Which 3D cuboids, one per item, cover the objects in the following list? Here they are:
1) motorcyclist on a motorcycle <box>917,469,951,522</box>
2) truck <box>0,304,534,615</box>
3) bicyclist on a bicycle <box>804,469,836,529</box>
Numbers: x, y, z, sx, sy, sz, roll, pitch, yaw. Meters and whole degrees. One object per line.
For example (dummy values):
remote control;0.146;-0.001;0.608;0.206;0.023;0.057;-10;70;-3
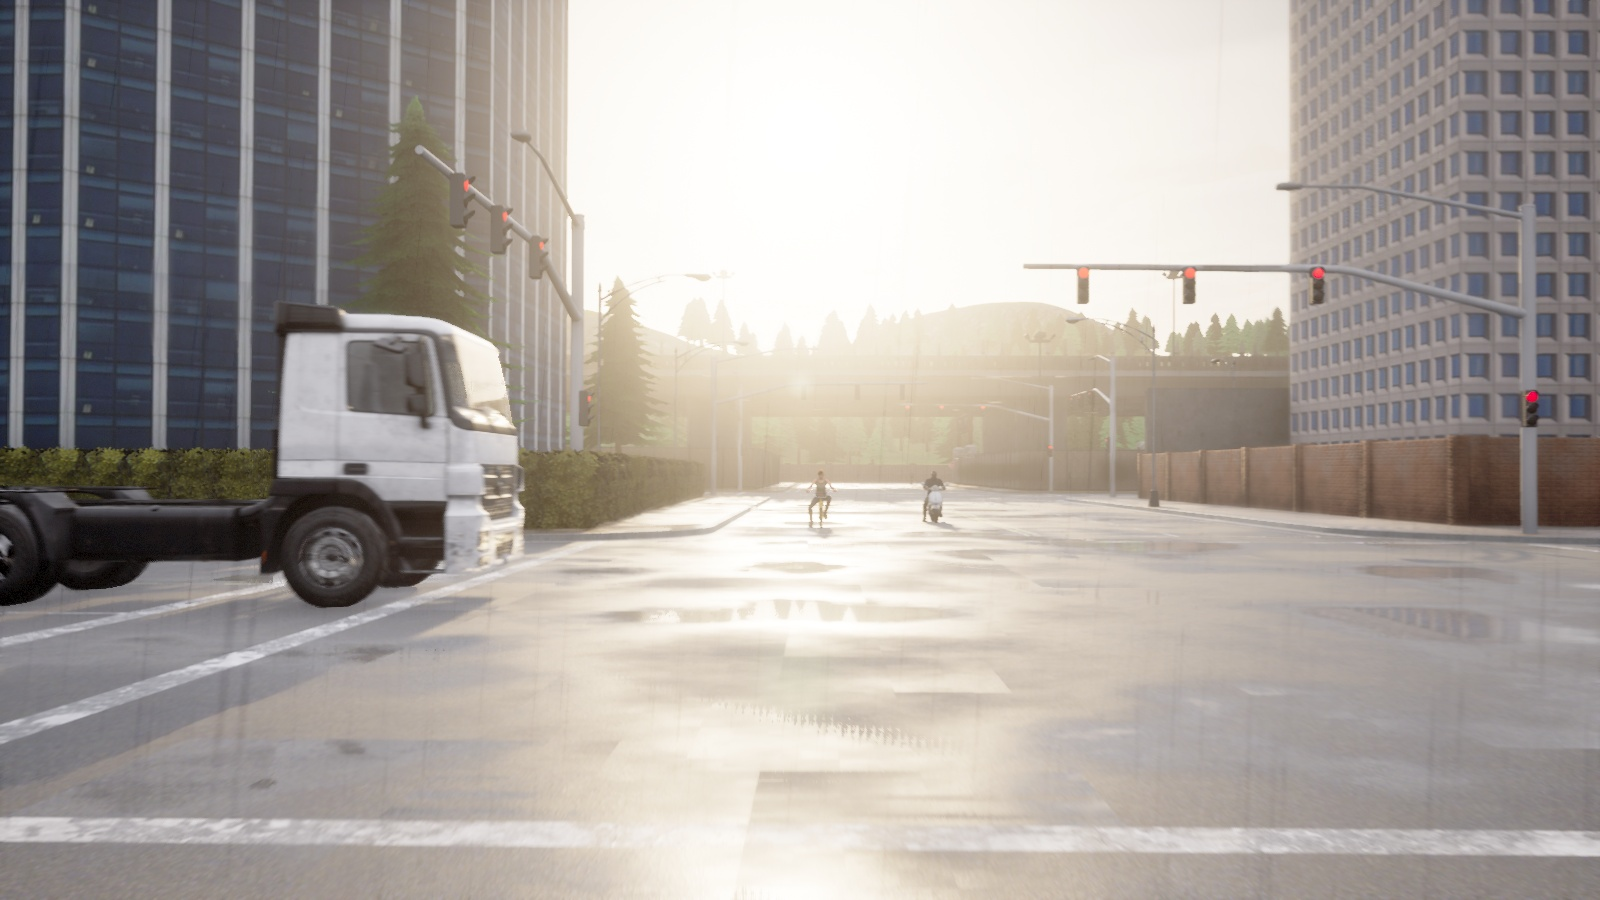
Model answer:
motorcyclist on a motorcycle;4.124;1.401;38.857;0.866;1.590;1.817;0;-1;1
truck;-7.534;0.123;15.482;7.936;3.462;2.891;0;-1;-1
bicyclist on a bicycle;0.565;1.331;34.759;0.866;1.612;1.509;0;-1;1
